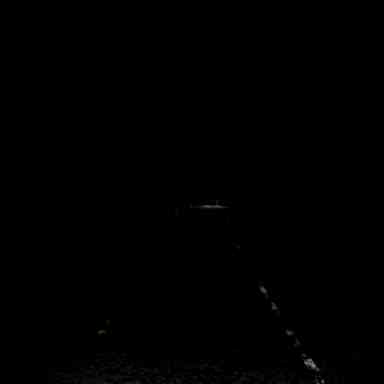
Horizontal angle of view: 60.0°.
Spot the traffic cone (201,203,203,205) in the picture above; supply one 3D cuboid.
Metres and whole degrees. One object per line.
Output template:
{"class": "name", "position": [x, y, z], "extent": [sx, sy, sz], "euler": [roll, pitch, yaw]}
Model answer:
{"class": "traffic cone", "position": [1.700, 1.916, 57.047], "extent": [0.340, 0.580, 0.340], "euler": [0, 0, 12]}

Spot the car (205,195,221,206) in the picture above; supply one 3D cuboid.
{"class": "car", "position": [3.461, 1.319, 53.388], "extent": [2.097, 1.767, 4.553], "euler": [0, 0, 11]}
